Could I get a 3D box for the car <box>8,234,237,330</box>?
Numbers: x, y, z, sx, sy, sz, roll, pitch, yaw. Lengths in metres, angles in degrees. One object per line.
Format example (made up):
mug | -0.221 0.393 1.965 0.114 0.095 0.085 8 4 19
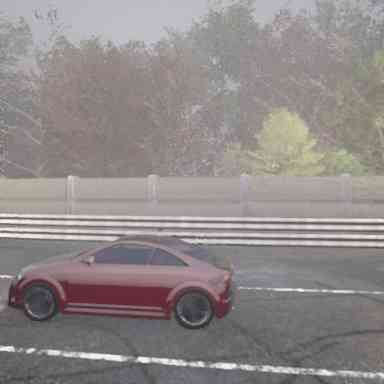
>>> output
car | -1.228 1.539 6.448 4.181 1.385 1.994 0 0 8
